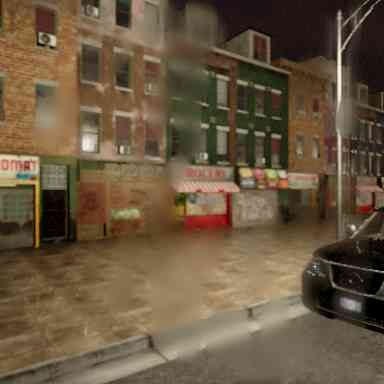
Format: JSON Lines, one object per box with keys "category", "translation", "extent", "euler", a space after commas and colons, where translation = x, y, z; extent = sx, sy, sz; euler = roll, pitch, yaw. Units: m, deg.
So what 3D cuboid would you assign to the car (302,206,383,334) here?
{"category": "car", "translation": [4.477, 1.220, 6.229], "extent": [5.566, 2.045, 2.150], "euler": [0, 0, -35]}
